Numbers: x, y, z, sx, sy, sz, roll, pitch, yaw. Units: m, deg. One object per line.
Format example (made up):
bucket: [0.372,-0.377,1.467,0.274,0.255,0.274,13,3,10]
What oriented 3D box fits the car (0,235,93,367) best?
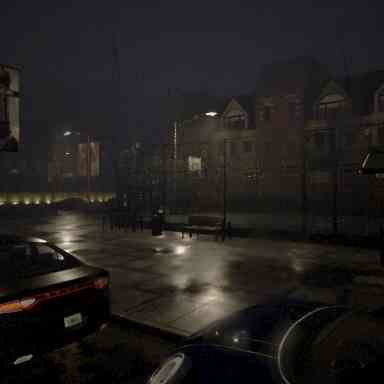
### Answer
car: [-3.532,1.480,5.656,5.008,1.535,2.097,0,0,35]

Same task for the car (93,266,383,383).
car: [1.777,1.354,2.036,4.553,1.767,2.185,0,0,35]

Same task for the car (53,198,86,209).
car: [-16.851,1.525,45.955,1.812,1.442,4.674,0,0,35]

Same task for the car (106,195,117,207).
car: [-10.111,1.219,49.478,2.150,2.045,5.566,0,0,35]
